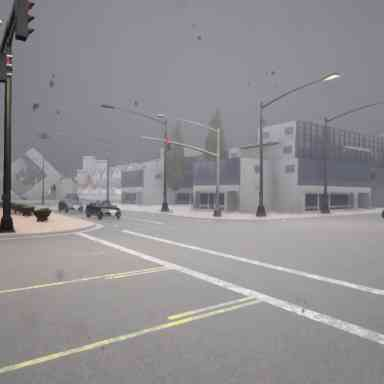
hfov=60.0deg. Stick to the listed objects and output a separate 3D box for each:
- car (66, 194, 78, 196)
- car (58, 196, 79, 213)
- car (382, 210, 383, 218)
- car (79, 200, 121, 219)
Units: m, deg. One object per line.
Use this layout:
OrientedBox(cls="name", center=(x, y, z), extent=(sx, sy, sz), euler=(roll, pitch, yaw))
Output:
OrientedBox(cls="car", center=(-19.813, 1.274, 54.830), extent=(2.150, 2.045, 5.566), euler=(1, 0, -21))
OrientedBox(cls="car", center=(-13.673, 1.500, 37.355), extent=(2.128, 1.511, 4.902), euler=(1, 0, -35))
OrientedBox(cls="car", center=(19.320, 1.754, 30.701), extent=(4.181, 1.385, 1.994), euler=(0, 0, -36))
OrientedBox(cls="car", center=(-7.772, 1.502, 28.880), extent=(2.128, 1.511, 4.902), euler=(1, 0, -35))
